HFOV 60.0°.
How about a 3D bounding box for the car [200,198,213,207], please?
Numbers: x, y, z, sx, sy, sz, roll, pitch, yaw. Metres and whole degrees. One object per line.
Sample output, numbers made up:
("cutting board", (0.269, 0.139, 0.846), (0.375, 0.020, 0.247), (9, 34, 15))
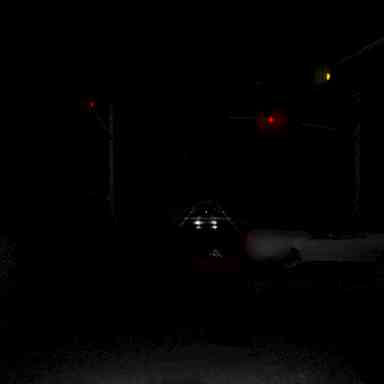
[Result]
("car", (2.285, 1.566, 50.821), (1.895, 1.301, 4.718), (0, 0, 3))

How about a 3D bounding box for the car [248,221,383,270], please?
("car", (4.209, 1.601, 10.427), (4.718, 1.301, 1.895), (0, 0, 3))

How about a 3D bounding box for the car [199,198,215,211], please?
("car", (1.792, 1.470, 40.684), (1.837, 1.490, 4.892), (0, 0, 3))

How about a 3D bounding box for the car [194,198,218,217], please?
("car", (1.361, 1.491, 31.529), (1.812, 1.442, 4.674), (0, 0, 3))
